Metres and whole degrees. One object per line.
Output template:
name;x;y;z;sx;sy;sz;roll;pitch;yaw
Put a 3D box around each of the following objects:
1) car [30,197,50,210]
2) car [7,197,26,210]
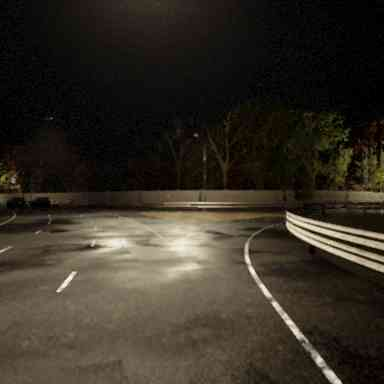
car;-26.351;1.962;57.736;2.150;2.045;5.566;1;-2;-38
car;-29.890;1.949;56.603;2.150;2.045;5.566;1;-2;-38
